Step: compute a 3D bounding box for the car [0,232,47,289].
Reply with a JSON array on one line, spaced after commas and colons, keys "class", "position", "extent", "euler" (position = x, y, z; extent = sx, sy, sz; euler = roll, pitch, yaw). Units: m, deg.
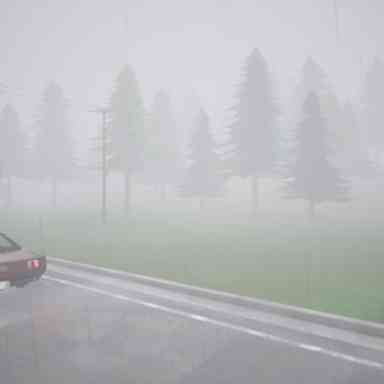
[{"class": "car", "position": [-5.625, 1.590, 8.000], "extent": [4.718, 1.301, 1.895], "euler": [0, 0, 36]}]
